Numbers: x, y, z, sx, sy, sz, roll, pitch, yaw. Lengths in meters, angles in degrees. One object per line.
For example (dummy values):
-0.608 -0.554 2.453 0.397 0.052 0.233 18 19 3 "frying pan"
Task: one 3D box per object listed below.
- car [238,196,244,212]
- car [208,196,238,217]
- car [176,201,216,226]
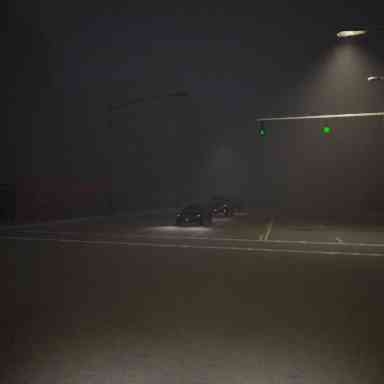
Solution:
5.772 1.607 45.093 2.150 2.045 5.566 0 -1 15 "car"
3.025 1.454 34.921 2.150 2.045 5.566 0 -1 16 "car"
0.277 1.635 24.823 1.812 1.442 4.674 0 -1 15 "car"
